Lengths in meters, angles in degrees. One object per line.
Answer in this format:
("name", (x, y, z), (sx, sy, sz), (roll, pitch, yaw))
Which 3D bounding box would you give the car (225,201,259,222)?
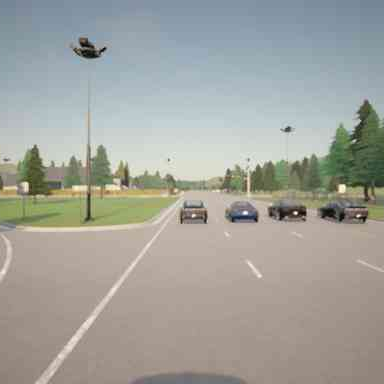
("car", (3.603, 1.380, 24.473), (1.994, 1.385, 4.181), (0, 0, 0))

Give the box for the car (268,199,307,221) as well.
("car", (7.103, 1.288, 25.247), (1.882, 1.535, 5.008), (0, 0, 0))

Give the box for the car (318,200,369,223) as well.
("car", (10.603, 1.314, 23.612), (2.128, 1.511, 4.902), (0, 0, 0))

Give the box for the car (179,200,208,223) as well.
("car", (0.102, 1.314, 23.613), (2.128, 1.511, 4.902), (0, 0, 0))
